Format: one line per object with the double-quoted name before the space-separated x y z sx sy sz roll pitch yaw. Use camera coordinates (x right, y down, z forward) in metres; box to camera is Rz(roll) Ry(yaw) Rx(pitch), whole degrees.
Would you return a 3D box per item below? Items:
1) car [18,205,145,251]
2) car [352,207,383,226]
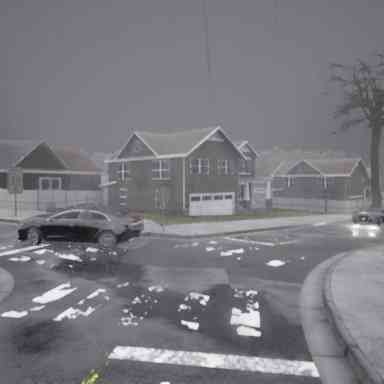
"car" -4.279 1.281 12.999 4.902 1.511 2.128 2 4 8
"car" 14.769 1.931 27.200 4.181 1.385 1.994 1 1 -43
